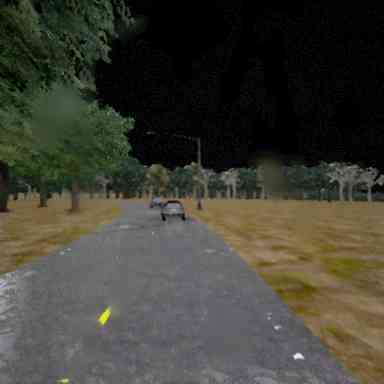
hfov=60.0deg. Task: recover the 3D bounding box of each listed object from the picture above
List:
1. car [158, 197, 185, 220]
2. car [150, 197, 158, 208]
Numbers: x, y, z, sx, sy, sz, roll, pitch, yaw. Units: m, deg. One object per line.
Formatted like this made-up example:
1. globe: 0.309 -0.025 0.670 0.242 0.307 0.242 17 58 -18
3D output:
1. car: -1.726 1.525 29.298 2.033 1.649 4.856 0 0 -6
2. car: -5.569 1.597 52.852 2.097 1.767 4.553 0 0 -11
